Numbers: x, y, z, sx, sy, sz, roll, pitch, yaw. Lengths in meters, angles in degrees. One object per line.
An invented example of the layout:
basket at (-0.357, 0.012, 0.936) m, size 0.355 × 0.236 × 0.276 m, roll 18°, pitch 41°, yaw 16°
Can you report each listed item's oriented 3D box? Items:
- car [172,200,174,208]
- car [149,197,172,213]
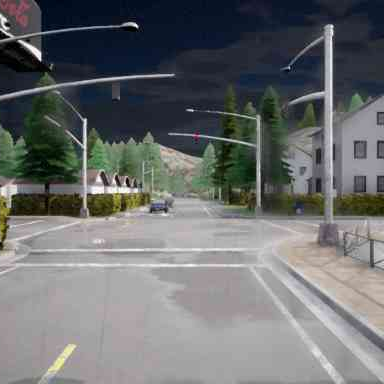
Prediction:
car at (-3.591, 1.505, 47.085) m, size 1.837 × 1.490 × 4.892 m, roll 0°, pitch 0°, yaw 0°
car at (-3.597, 1.526, 37.117) m, size 1.812 × 1.442 × 4.674 m, roll 0°, pitch 0°, yaw 0°
